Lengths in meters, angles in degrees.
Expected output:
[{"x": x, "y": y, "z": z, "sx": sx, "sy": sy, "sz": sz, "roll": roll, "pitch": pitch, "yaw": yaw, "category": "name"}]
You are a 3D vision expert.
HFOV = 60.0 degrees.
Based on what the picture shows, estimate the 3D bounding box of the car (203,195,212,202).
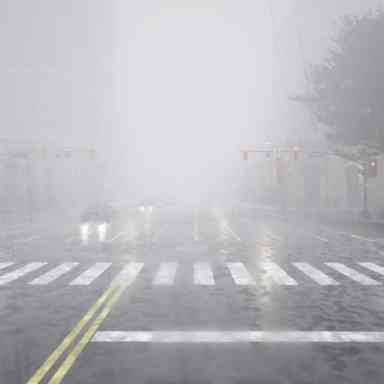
[{"x": 3.651, "y": 1.525, "z": 78.496, "sx": 2.128, "sy": 1.511, "sz": 4.902, "roll": 0, "pitch": 0, "yaw": 1, "category": "car"}]

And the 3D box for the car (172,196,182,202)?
[{"x": -3.380, "y": 1.552, "z": 75.468, "sx": 1.994, "sy": 1.385, "sz": 4.181, "roll": 0, "pitch": 0, "yaw": 1, "category": "car"}]

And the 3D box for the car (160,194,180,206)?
[{"x": -3.612, "y": 1.547, "z": 55.594, "sx": 2.033, "sy": 1.411, "sz": 5.357, "roll": 0, "pitch": 0, "yaw": 0, "category": "car"}]

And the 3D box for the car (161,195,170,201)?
[{"x": -6.778, "y": 1.495, "z": 85.628, "sx": 1.895, "sy": 1.301, "sz": 4.718, "roll": 0, "pitch": 0, "yaw": 1, "category": "car"}]

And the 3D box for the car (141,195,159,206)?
[{"x": -7.111, "y": 1.601, "z": 54.614, "sx": 1.895, "sy": 1.301, "sz": 4.718, "roll": 0, "pitch": 0, "yaw": 0, "category": "car"}]

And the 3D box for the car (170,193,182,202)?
[{"x": -3.515, "y": 1.222, "z": 65.636, "sx": 2.150, "sy": 2.045, "sz": 5.566, "roll": 0, "pitch": 0, "yaw": 1, "category": "car"}]

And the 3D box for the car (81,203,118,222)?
[{"x": -7.109, "y": 1.564, "z": 25.816, "sx": 1.994, "sy": 1.385, "sz": 4.181, "roll": 0, "pitch": 0, "yaw": 0, "category": "car"}]

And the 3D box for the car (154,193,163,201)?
[{"x": -6.948, "y": 1.223, "z": 68.896, "sx": 2.150, "sy": 2.045, "sz": 5.566, "roll": 0, "pitch": 0, "yaw": 1, "category": "car"}]
